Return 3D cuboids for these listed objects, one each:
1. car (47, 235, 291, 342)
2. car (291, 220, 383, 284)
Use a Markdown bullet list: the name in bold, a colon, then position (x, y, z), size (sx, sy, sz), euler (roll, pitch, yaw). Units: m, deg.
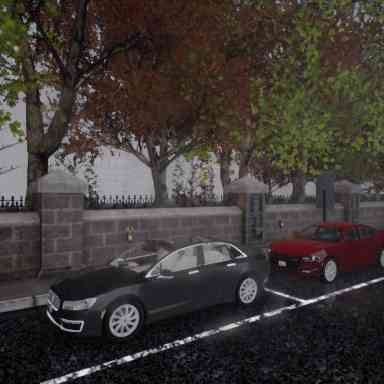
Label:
- **car**: position (-0.391, 1.551, 6.374), size (4.403, 1.369, 2.008), euler (0, 0, -36)
- **car**: position (4.089, 1.546, 9.634), size (4.507, 1.381, 1.887), euler (0, 0, -36)
